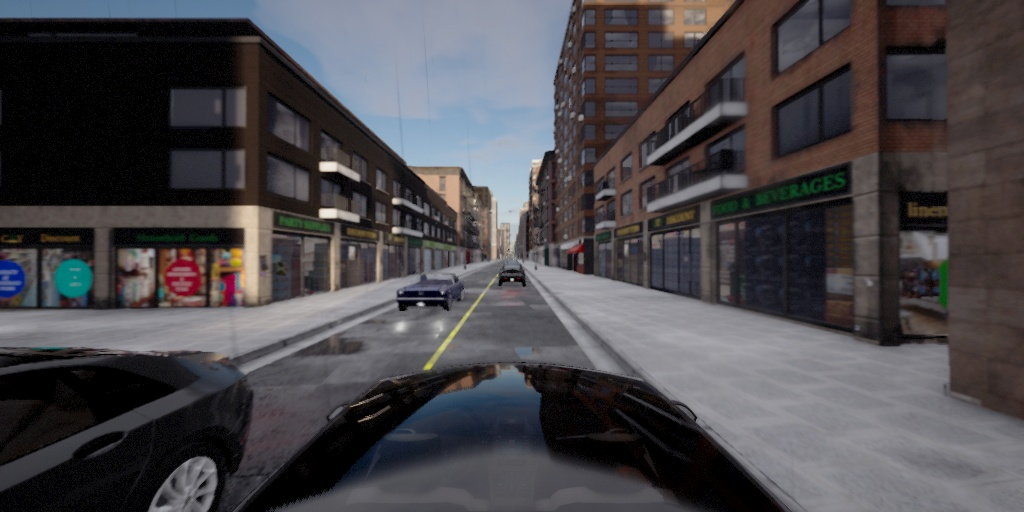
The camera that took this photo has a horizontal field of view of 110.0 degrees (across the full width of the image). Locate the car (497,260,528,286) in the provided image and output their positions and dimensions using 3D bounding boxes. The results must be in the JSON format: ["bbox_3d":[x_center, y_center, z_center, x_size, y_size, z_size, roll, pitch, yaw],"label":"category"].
[{"bbox_3d":[0.030,1.235,25.372,1.837,1.490,4.892,0,1,1],"label":"car"}]

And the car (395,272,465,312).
[{"bbox_3d":[-3.087,1.338,14.372,1.895,1.301,4.718,0,0,0],"label":"car"}]

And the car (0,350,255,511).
[{"bbox_3d":[-3.094,1.256,1.022,1.837,1.490,4.892,0,0,0],"label":"car"}]
